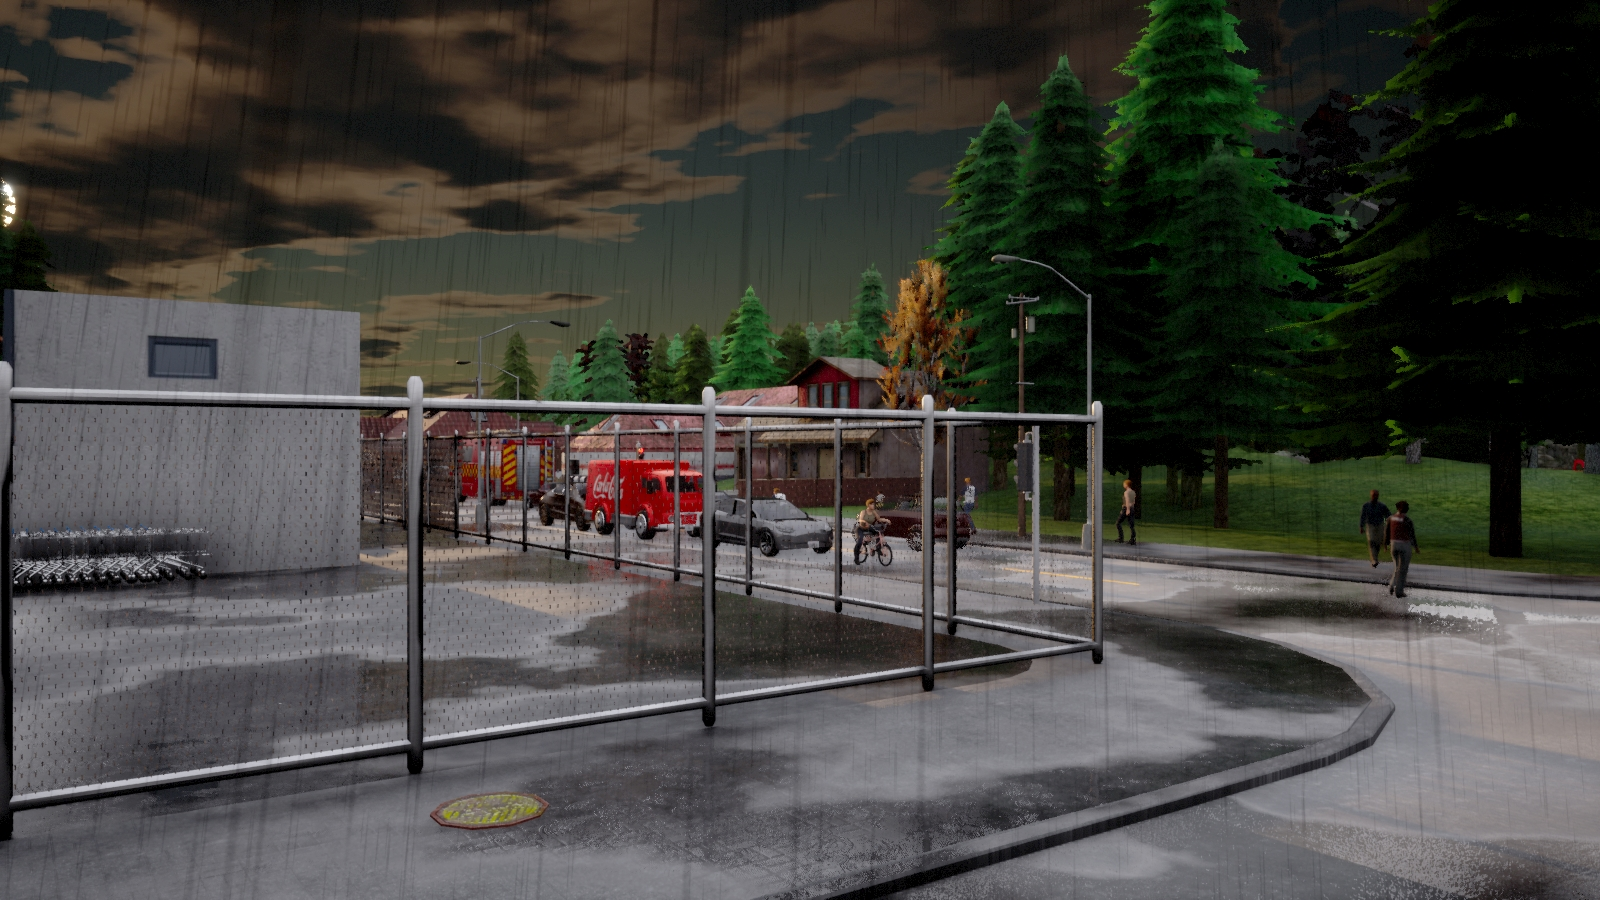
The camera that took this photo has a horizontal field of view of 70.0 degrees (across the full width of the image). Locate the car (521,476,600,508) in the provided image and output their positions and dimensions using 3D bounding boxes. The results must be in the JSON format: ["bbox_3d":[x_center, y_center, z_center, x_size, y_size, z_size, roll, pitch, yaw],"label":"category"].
[{"bbox_3d":[-11.268,1.931,53.453,1.895,1.301,4.718,0,0,-35],"label":"car"}]

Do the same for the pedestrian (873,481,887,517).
[{"bbox_3d":[2.976,1.801,42.322,0.375,1.300,0.375,0,0,-31],"label":"pedestrian"}]

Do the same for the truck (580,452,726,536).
[{"bbox_3d":[-4.910,1.336,37.383,2.627,2.467,5.204,0,0,-35],"label":"truck"}]

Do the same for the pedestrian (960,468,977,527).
[{"bbox_3d":[5.431,1.520,36.795,0.375,1.860,0.375,0,0,-25],"label":"pedestrian"}]

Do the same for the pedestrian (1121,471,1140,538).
[{"bbox_3d":[9.298,1.522,32.166,0.375,1.860,0.375,0,0,-35],"label":"pedestrian"}]

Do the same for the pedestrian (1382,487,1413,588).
[{"bbox_3d":[11.169,1.625,21.361,0.375,1.860,0.375,0,0,-30],"label":"pedestrian"}]

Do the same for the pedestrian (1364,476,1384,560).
[{"bbox_3d":[12.905,1.520,25.689,0.375,1.860,0.375,0,0,20],"label":"pedestrian"}]

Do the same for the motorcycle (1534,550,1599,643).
[{"bbox_3d":[11.116,1.990,15.344,2.033,1.145,0.803,0,0,25],"label":"motorcycle"}]

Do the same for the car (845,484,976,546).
[{"bbox_3d":[3.117,1.802,32.828,1.789,1.549,3.705,0,0,-35],"label":"car"}]

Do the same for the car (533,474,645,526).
[{"bbox_3d":[-7.756,1.772,41.538,2.152,1.651,5.027,0,0,-34],"label":"car"}]

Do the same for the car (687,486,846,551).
[{"bbox_3d":[-1.029,1.840,31.812,2.163,1.488,4.792,0,0,-35],"label":"car"}]

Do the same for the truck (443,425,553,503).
[{"bbox_3d":[-16.070,0.667,60.303,2.891,3.827,8.468,0,0,-35],"label":"truck"}]

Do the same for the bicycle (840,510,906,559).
[{"bbox_3d":[1.773,2.033,27.810,0.859,1.080,1.487,0,0,-35],"label":"bicycle"}]
